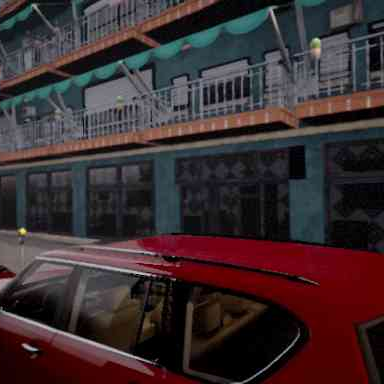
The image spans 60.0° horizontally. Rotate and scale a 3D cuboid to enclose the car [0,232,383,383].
[{"bbox_3d":[-0.508,1.327,3.096,5.009,1.841,2.192,0,-1,35],"label":"car"}]
